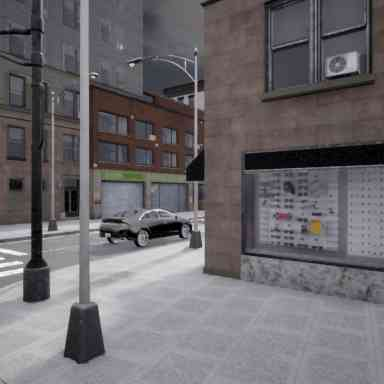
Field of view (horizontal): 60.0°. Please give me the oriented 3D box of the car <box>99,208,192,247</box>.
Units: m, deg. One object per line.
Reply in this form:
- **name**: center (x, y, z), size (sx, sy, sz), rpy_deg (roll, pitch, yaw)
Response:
- **car**: center (-1.875, 1.459, 14.950), size (2.128, 1.511, 4.902), rpy_deg (0, 0, 35)
